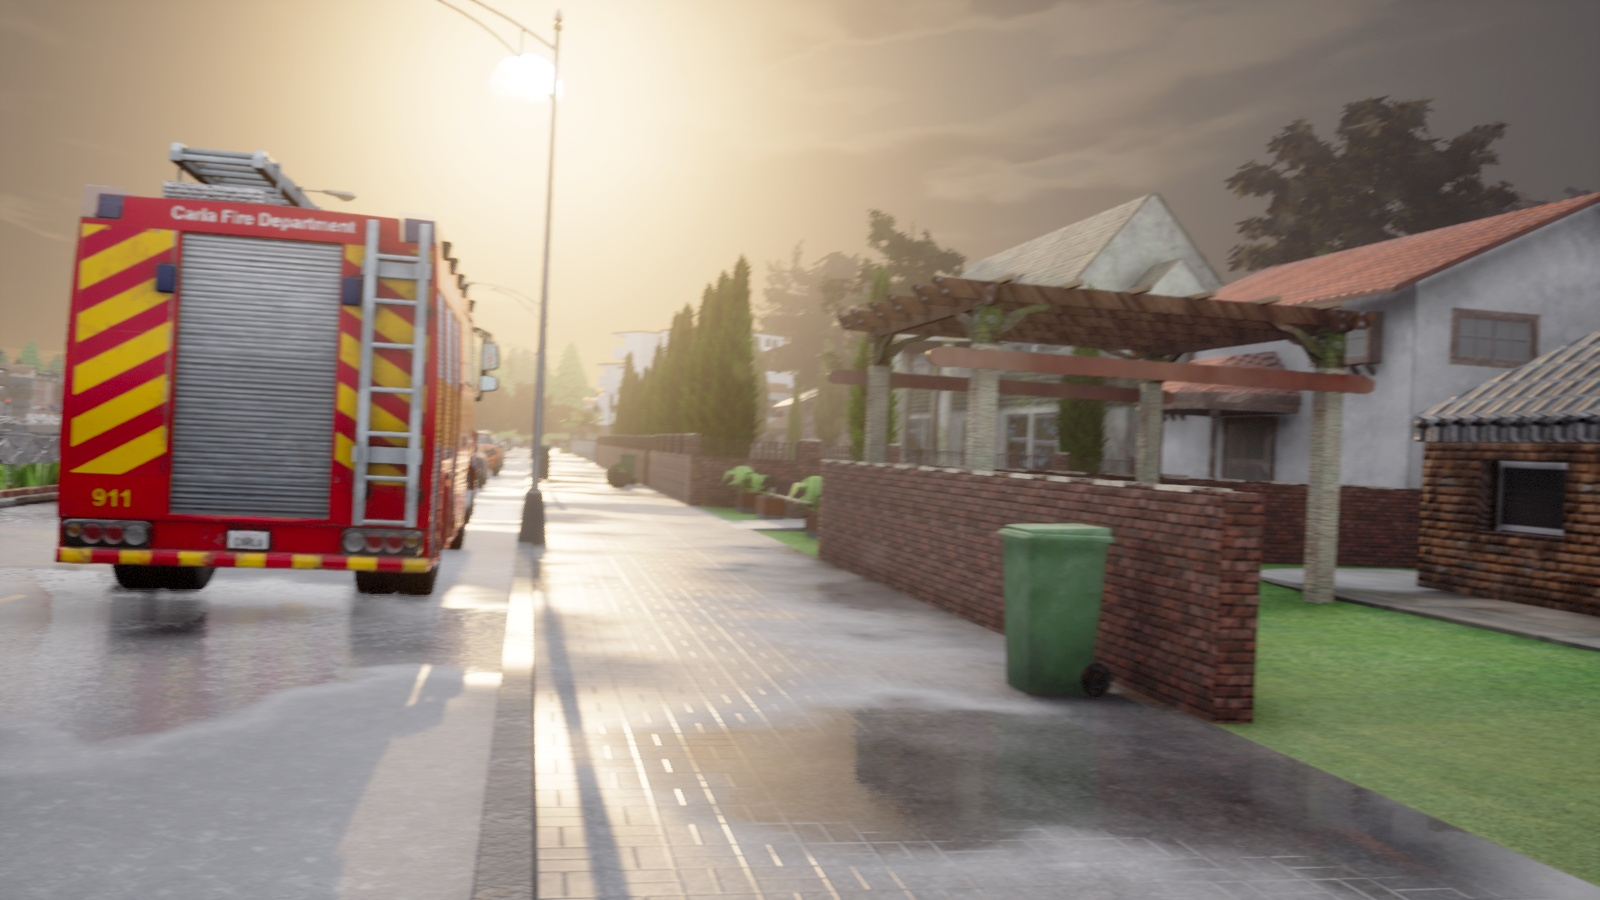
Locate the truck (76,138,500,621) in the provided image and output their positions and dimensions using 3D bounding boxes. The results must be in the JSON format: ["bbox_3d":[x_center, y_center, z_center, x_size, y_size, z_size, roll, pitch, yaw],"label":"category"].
[{"bbox_3d":[-5.131,-0.560,14.411,2.891,3.827,8.468,2,0,-12],"label":"truck"}]

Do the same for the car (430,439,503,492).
[{"bbox_3d":[-9.953,0.418,37.725,1.812,1.442,4.674,2,0,-12],"label":"car"}]

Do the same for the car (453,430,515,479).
[{"bbox_3d":[-12.246,0.149,48.914,2.097,1.767,4.553,2,0,-12],"label":"car"}]
